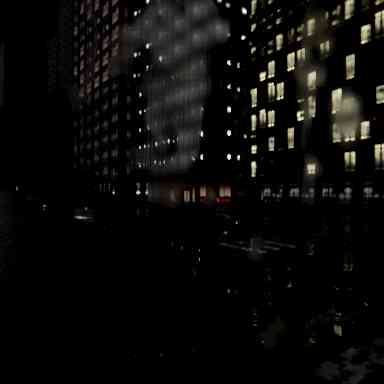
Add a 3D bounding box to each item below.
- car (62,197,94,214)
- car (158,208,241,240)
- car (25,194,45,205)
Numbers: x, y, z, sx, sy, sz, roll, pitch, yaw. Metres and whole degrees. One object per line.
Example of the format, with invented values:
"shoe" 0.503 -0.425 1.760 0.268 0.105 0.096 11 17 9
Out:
"car" -10.919 1.220 31.728 2.128 1.511 4.902 0 0 -37
"car" 0.236 1.481 16.580 1.895 1.301 4.718 0 0 -35
"car" -22.434 1.056 47.408 1.882 1.535 5.008 0 0 -37
